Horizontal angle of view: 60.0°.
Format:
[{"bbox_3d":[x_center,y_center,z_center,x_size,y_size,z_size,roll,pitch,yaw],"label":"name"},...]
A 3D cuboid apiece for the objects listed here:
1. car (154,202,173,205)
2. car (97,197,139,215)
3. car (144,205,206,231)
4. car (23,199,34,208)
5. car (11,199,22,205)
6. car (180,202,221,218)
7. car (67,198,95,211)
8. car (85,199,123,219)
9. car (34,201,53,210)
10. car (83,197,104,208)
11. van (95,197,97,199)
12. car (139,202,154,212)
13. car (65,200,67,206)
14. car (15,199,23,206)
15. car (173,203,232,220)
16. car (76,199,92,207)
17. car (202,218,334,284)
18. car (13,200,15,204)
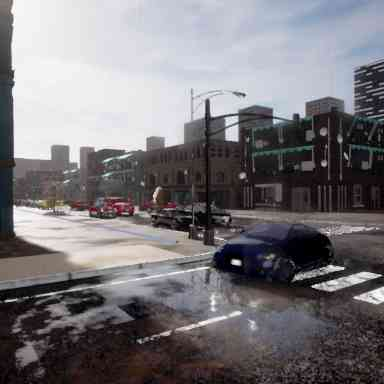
[{"bbox_3d":[-2.398,1.904,39.369,1.802,1.307,4.206,-2,0,-35],"label":"car"},{"bbox_3d":[-8.539,1.630,38.034,2.150,2.045,5.566,-1,0,-35],"label":"car"},{"bbox_3d":[-1.305,1.815,23.130,1.947,1.339,4.313,-1,0,-35],"label":"car"},{"bbox_3d":[-31.647,2.377,66.125,2.008,1.369,4.403,-1,0,-35],"label":"car"},{"bbox_3d":[-44.454,2.599,84.184,1.887,1.381,4.507,-1,0,-35],"label":"car"},{"bbox_3d":[0.803,1.810,34.854,2.008,1.369,4.403,-2,0,-35],"label":"car"},{"bbox_3d":[-16.605,2.040,49.523,1.882,1.535,5.008,-1,0,-35],"label":"car"},{"bbox_3d":[-9.236,1.847,34.519,1.967,1.590,4.097,-1,0,-35],"label":"car"},{"bbox_3d":[-25.145,2.233,56.956,1.752,1.417,4.829,-1,0,-35],"label":"car"},{"bbox_3d":[-18.414,1.941,61.943,2.192,1.841,5.009,-1,0,-35],"label":"car"},{"bbox_3d":[-15.211,1.908,57.428,1.690,1.788,3.998,-1,0,-35],"label":"van"},{"bbox_3d":[-5.599,1.966,43.884,1.802,1.307,4.206,-2,0,-35],"label":"car"},{"bbox_3d":[-28.014,2.365,75.489,1.947,1.339,4.313,-1,0,-35],"label":"car"},{"bbox_3d":[-38.053,2.381,75.154,1.967,1.590,4.097,-1,0,-35],"label":"car"},{"bbox_3d":[0.942,1.712,24.661,2.128,1.511,4.902,-1,0,-36],"label":"car"},{"bbox_3d":[-21.610,2.228,66.458,1.887,1.381,4.507,-1,0,-35],"label":"car"},{"bbox_3d":[2.482,1.564,9.695,1.994,1.385,4.181,0,0,44],"label":"car"},{"bbox_3d":[-41.252,2.548,79.670,2.008,1.369,4.403,-1,0,-35],"label":"car"}]
